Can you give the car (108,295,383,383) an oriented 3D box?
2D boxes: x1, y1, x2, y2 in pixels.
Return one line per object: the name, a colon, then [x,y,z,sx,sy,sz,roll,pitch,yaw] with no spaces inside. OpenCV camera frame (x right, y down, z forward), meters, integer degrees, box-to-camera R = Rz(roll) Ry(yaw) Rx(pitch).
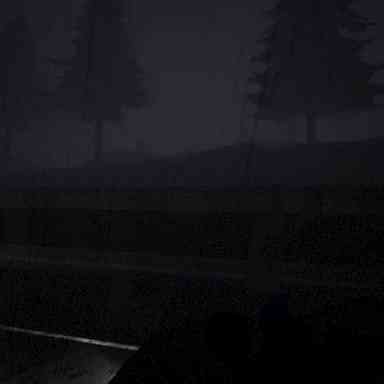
car: [1.909,1.548,2.308,5.357,1.411,2.033,0,0,16]
